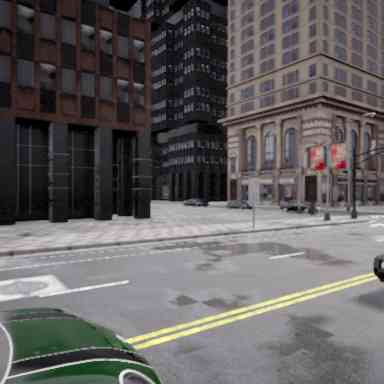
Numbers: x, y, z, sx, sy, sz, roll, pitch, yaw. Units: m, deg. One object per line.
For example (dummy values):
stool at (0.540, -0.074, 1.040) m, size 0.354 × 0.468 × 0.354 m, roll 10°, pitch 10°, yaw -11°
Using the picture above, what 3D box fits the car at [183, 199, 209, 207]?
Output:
car at (0.573, 1.771, 54.489) m, size 2.033 × 1.411 × 5.357 m, roll 0°, pitch 0°, yaw -36°

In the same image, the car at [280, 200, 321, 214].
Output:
car at (12.293, 1.690, 37.885) m, size 2.128 × 1.511 × 4.902 m, roll 0°, pitch 0°, yaw -35°

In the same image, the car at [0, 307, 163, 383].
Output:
car at (-2.302, 1.346, 1.798) m, size 4.553 × 1.767 × 2.097 m, roll 0°, pitch 0°, yaw -35°

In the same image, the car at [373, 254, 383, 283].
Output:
car at (6.439, 1.654, 8.027) m, size 4.718 × 1.301 × 1.895 m, roll 0°, pitch 0°, yaw -35°

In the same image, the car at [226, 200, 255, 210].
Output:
car at (6.631, 1.774, 45.891) m, size 1.994 × 1.385 × 4.181 m, roll 0°, pitch 0°, yaw -36°
